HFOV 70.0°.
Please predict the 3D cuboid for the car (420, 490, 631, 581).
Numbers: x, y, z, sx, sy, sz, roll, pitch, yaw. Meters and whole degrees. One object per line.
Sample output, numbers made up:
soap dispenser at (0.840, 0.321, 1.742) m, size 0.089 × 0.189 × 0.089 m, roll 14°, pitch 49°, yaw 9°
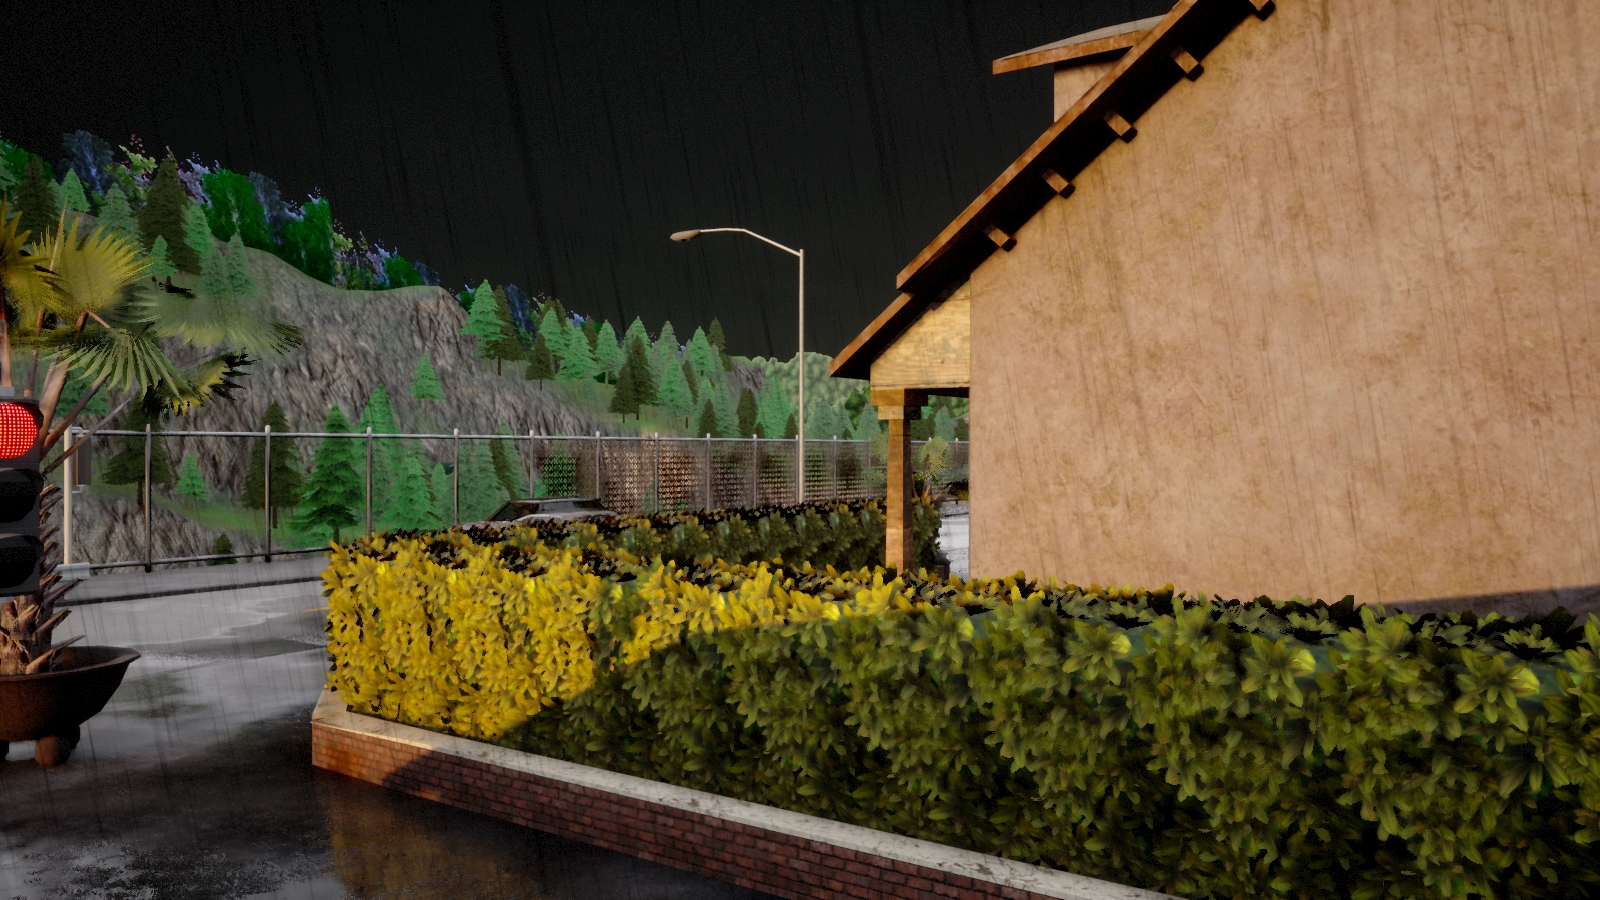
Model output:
car at (-6.312, 1.906, 26.765) m, size 2.097 × 1.767 × 4.553 m, roll 0°, pitch 0°, yaw 35°
